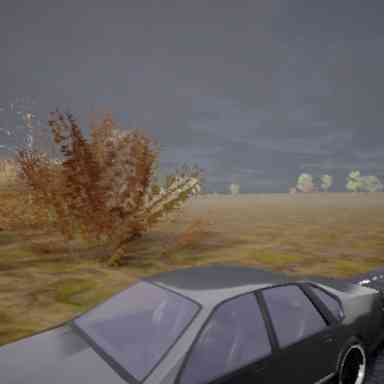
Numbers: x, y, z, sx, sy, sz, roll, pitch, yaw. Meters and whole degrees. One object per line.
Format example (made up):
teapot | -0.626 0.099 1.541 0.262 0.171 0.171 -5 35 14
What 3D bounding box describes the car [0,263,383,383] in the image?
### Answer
car | 0.155 1.580 3.510 5.357 1.411 2.033 0 -1 -37
